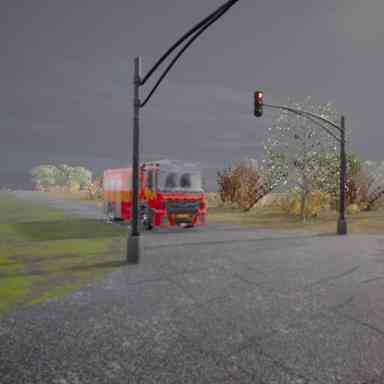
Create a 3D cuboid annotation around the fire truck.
[{"bbox_3d":[-2.657,0.086,19.862,2.891,3.827,8.468,1,0,-33],"label":"fire truck"}]
